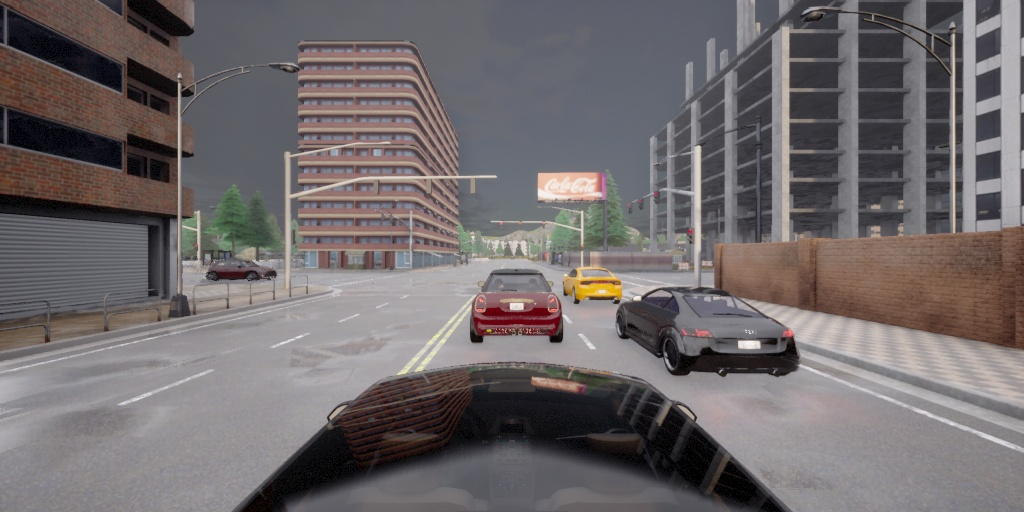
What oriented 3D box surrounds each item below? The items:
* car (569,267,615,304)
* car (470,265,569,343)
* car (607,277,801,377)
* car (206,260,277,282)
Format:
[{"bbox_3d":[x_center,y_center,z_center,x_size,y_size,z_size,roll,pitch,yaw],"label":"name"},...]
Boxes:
[{"bbox_3d":[3.503,1.233,16.383,1.882,1.535,5.008,0,0,0],"label":"car"},{"bbox_3d":[0.103,1.105,9.856,2.097,1.767,4.553,0,0,0],"label":"car"},{"bbox_3d":[3.600,1.316,7.450,1.994,1.385,4.181,0,0,0],"label":"car"},{"bbox_3d":[-21.101,1.111,28.167,4.553,1.767,2.097,0,0,0],"label":"car"}]
